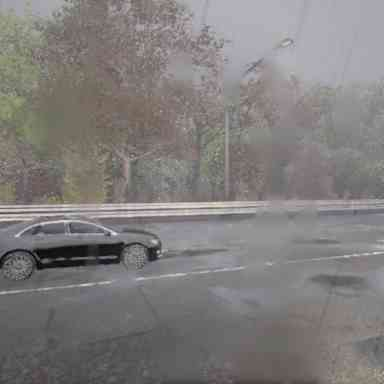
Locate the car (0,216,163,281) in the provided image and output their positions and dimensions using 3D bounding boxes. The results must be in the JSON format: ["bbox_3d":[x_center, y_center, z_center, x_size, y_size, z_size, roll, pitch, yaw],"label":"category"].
[{"bbox_3d":[-3.289,1.434,9.457,4.902,1.511,2.128,0,0,-23],"label":"car"}]
